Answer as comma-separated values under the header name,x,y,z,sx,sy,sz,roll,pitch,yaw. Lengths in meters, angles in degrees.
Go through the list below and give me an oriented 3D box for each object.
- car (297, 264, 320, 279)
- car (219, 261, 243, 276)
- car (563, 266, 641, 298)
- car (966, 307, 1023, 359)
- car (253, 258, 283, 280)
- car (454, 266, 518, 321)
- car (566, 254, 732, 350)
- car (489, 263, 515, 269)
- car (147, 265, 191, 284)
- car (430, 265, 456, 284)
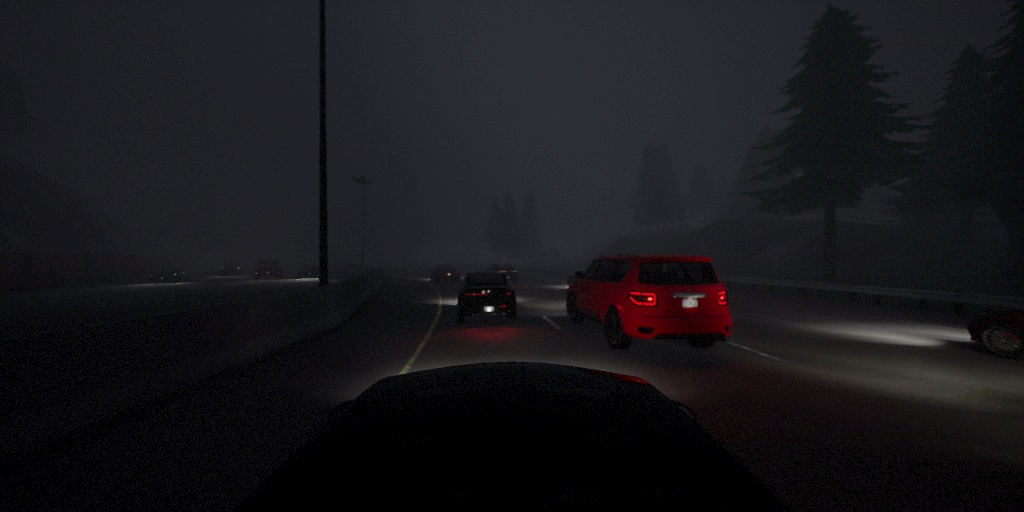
name,x,y,z,sx,sy,sz,roll,pitch,yaw
car,-20.374,1.525,36.032,1.994,1.385,4.181,0,0,-31
car,-33.142,1.409,42.307,2.097,1.767,4.553,0,0,-37
car,4.794,1.312,20.147,2.033,1.411,5.357,0,0,-13
car,10.250,1.220,5.303,1.812,1.442,4.674,0,0,-3
car,-24.240,1.206,35.763,2.150,2.045,5.566,0,0,-32
car,-0.983,1.288,12.761,1.837,1.490,4.892,0,0,-8
car,3.026,0.971,9.255,2.150,2.045,5.566,0,0,-5
car,-1.013,1.311,27.572,2.128,1.511,4.902,0,0,-19
car,-29.486,1.531,30.919,1.812,1.442,4.674,0,0,-32
car,-5.673,1.419,30.134,1.994,1.385,4.181,0,0,-21
